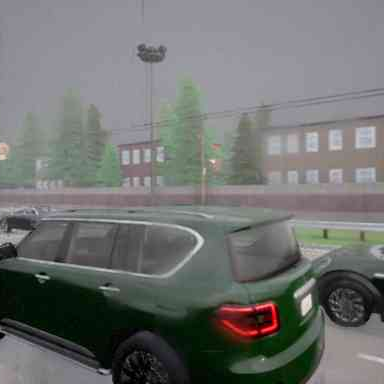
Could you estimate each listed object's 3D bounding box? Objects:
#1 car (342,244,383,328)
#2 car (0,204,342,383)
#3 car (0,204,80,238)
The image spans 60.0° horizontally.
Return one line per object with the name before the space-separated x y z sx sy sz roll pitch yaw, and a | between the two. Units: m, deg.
car | 4.206 1.282 5.379 4.553 1.767 2.097 0 0 34
car | -1.101 1.202 4.749 5.566 2.045 2.150 0 0 34
car | -8.623 1.471 18.323 4.902 1.511 2.128 0 0 34
